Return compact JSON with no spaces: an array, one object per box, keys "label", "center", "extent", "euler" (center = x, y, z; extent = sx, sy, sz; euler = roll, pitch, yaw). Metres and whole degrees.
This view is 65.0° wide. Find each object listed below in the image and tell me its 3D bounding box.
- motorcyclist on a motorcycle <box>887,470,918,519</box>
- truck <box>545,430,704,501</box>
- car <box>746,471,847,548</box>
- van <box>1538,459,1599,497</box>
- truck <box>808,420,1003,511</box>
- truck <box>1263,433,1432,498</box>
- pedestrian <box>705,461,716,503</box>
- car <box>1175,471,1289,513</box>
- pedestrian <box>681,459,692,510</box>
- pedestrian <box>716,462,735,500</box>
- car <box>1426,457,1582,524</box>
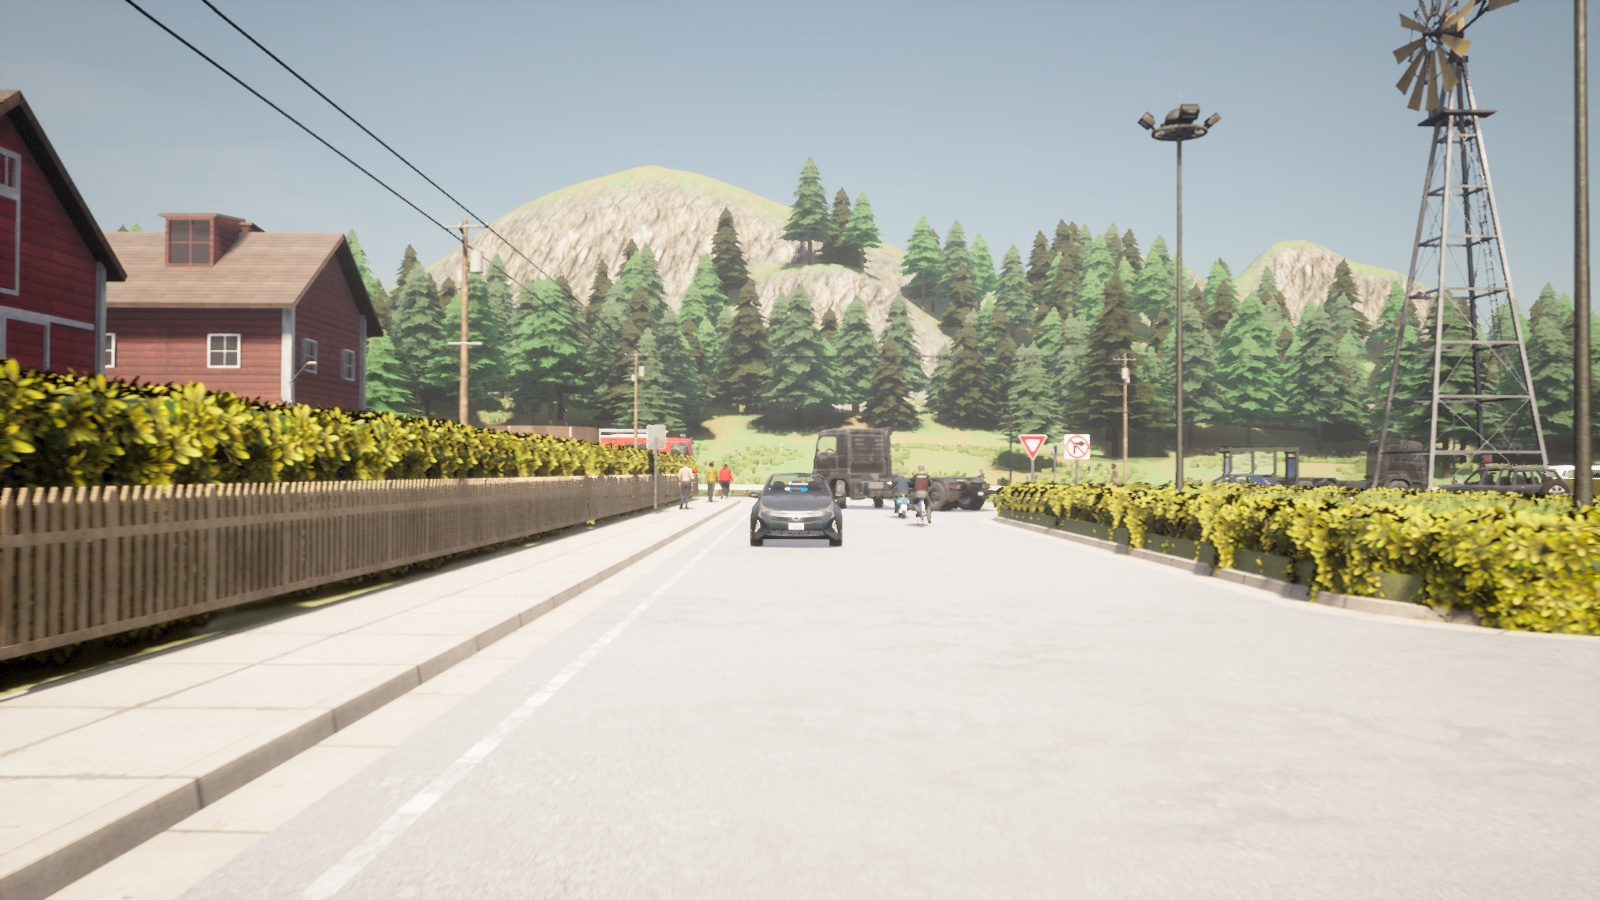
[{"label":"motorcyclist on a motorcycle","center":[3.392,1.455,41.810],"extent":[0.866,1.590,1.817],"euler":[0,-1,0]},{"label":"truck","center":[-9.596,0.845,69.087],"extent":[8.468,3.827,2.891],"euler":[0,-1,-7]},{"label":"car","center":[-0.070,1.218,27.267],"extent":[2.007,1.525,4.514],"euler":[0,-1,0]},{"label":"van","center":[43.134,1.510,68.544],"extent":[4.480,2.038,2.069],"euler":[0,-1,0]},{"label":"truck","center":[4.204,0.679,51.641],"extent":[7.936,3.462,2.891],"euler":[-1,-1,45]},{"label":"truck","center":[29.798,0.860,68.591],"extent":[7.936,3.462,2.891],"euler":[0,-1,0]},{"label":"pedestrian","center":[-3.964,1.418,55.677],"extent":[0.431,1.840,0.709],"euler":[0,-1,-9]},{"label":"car","center":[16.289,1.557,47.468],"extent":[3.633,1.501,1.845],"euler":[-1,-2,43]},{"label":"pedestrian","center":[-4.116,1.247,45.439],"extent":[0.345,1.836,0.594],"euler":[0,-1,0]},{"label":"pedestrian","center":[-3.704,1.530,62.424],"extent":[0.634,1.844,0.899],"euler":[-1,-1,16]},{"label":"car","center":[20.656,1.169,37.102],"extent":[1.932,1.855,4.605],"euler":[0,-1,-1]}]
